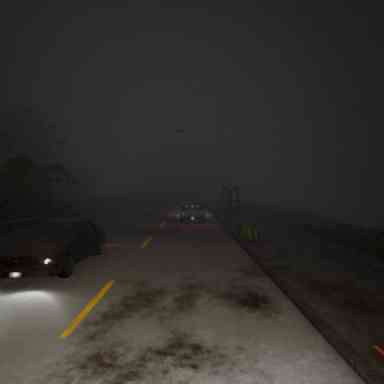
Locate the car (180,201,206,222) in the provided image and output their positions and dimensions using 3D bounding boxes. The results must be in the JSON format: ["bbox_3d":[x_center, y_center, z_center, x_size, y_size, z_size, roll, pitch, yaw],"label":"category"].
[{"bbox_3d":[0.050,1.582,25.707,1.895,1.301,4.718,0,0,0],"label":"car"}]

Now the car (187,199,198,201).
[{"bbox_3d":[0.023,1.519,38.217,2.033,1.411,5.357,0,0,0],"label":"car"}]

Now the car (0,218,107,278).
[{"bbox_3d":[-4.110,1.539,10.399,2.033,1.411,5.357,0,0,0],"label":"car"}]
